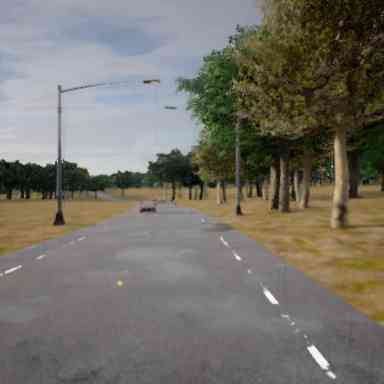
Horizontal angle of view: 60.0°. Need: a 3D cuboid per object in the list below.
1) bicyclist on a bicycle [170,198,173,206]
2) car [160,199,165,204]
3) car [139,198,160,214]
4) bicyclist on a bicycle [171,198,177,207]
[{"bbox_3d":[-4.447,2.236,73.260,0.582,1.620,1.656,0,-1,-8],"label":"bicyclist on a bicycle"},{"bbox_3d":[-8.690,2.577,92.870,1.895,1.301,4.718,0,-1,-11],"label":"car"},{"bbox_3d":[-5.226,1.785,40.018,1.882,1.535,5.008,0,-1,-4],"label":"car"},{"bbox_3d":[-3.206,2.077,64.292,0.866,1.612,1.509,0,-1,-7],"label":"bicyclist on a bicycle"}]
